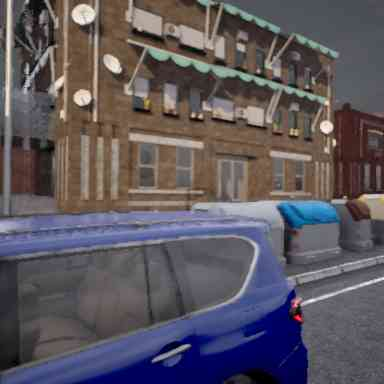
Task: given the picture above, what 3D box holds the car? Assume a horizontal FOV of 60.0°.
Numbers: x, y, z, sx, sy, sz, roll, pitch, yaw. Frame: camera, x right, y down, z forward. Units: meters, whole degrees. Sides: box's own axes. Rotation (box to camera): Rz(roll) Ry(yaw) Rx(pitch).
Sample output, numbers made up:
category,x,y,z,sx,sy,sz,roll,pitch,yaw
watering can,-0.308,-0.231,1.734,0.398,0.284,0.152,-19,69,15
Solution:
category,x,y,z,sx,sy,sz,roll,pitch,yaw
car,-1.550,1.222,2.272,5.566,2.045,2.150,0,0,-35
